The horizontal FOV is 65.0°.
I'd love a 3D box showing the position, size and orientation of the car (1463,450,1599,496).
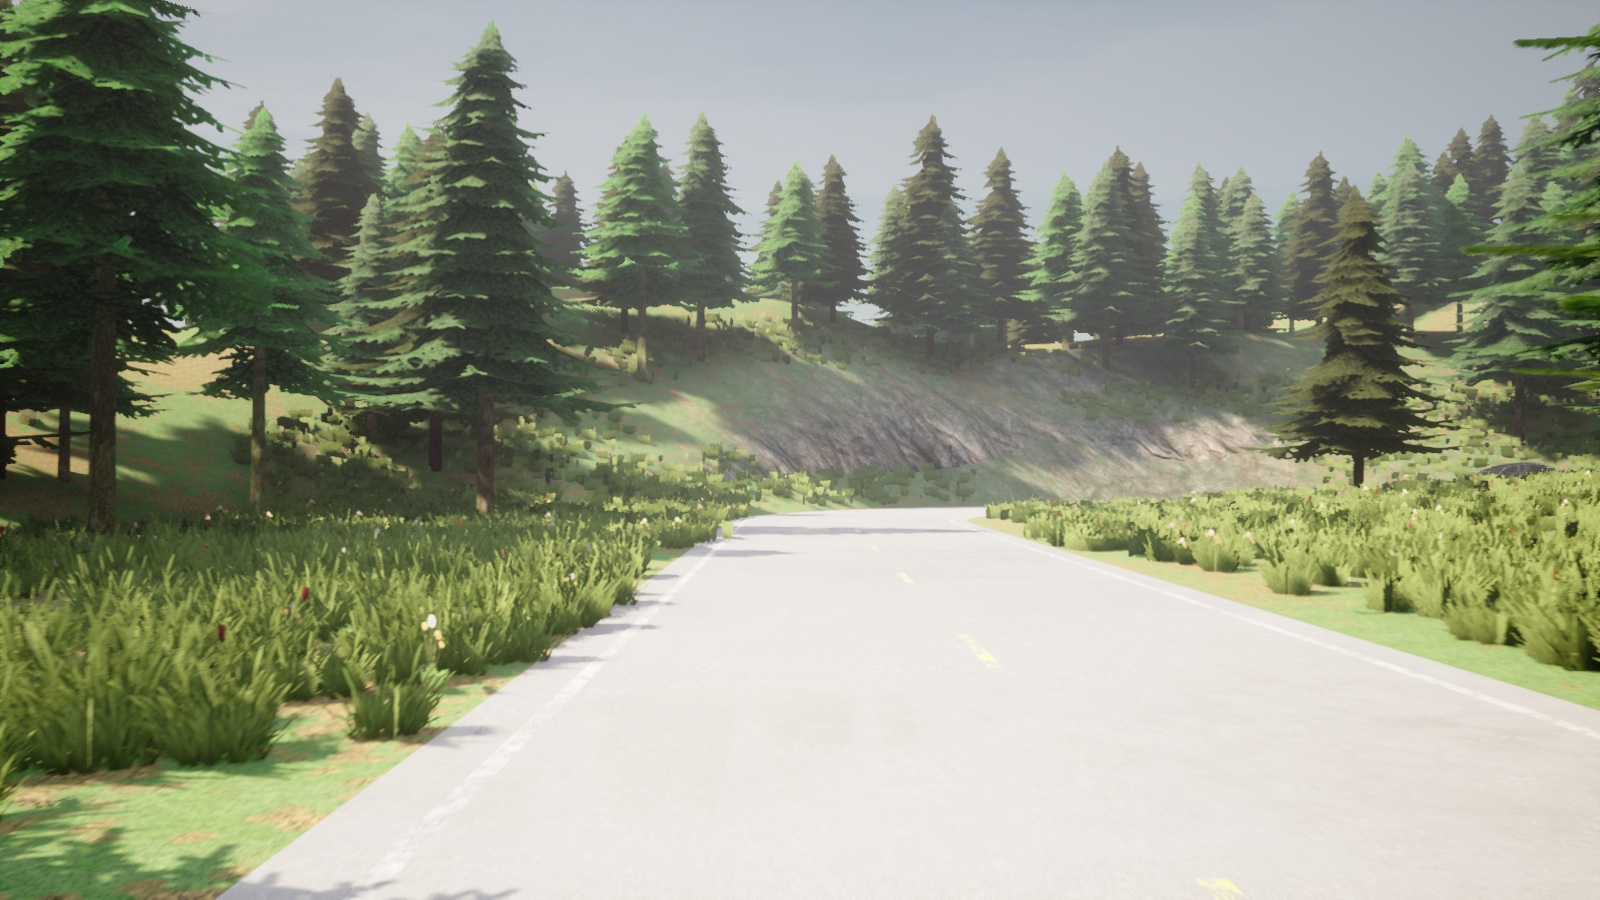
[{"bbox_3d":[31.824,1.007,54.591,4.892,1.490,1.837,-6,-2,9],"label":"car"}]
